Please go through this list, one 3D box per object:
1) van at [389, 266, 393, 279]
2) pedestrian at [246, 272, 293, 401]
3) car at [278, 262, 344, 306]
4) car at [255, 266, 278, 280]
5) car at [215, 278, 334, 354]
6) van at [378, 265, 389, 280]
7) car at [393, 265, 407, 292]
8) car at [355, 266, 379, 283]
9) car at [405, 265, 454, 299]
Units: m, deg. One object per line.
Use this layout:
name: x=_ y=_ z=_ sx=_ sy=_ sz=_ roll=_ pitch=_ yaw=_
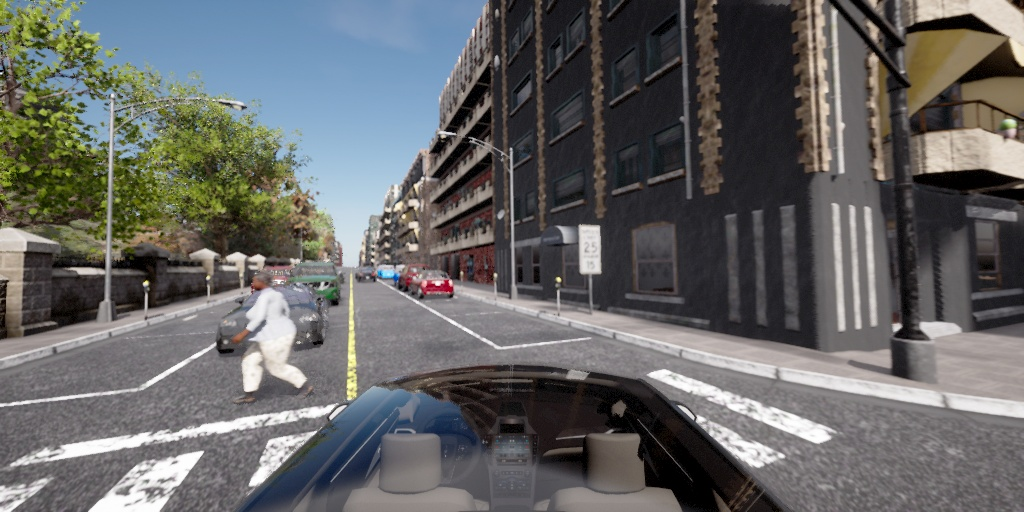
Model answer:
van: x=-9.253 y=1.715 z=30.911 sx=1.690 sy=1.789 sz=3.998 roll=0 pitch=0 yaw=-24
pedestrian: x=-3.336 y=1.071 z=4.961 sx=0.375 sy=1.860 sz=0.375 roll=1 pitch=-3 yaw=-24
car: x=-9.714 y=1.326 z=17.788 sx=2.150 sy=2.045 sz=5.566 roll=0 pitch=-1 yaw=-24
car: x=-14.640 y=1.562 z=22.443 sx=2.192 sy=1.841 sz=5.009 roll=0 pitch=0 yaw=-24
car: x=-5.916 y=1.457 z=9.319 sx=1.994 sy=1.385 sz=4.181 roll=0 pitch=-1 yaw=-24
van: x=-16.032 y=2.094 z=46.027 sx=1.690 sy=1.789 sz=3.998 roll=0 pitch=0 yaw=-24
car: x=-6.993 y=1.563 z=25.872 sx=2.192 sy=1.841 sz=5.009 roll=0 pitch=0 yaw=-24
car: x=-15.965 y=2.140 z=39.430 sx=1.812 sy=1.442 sz=4.674 roll=0 pitch=-1 yaw=-24
car: x=-4.734 y=1.562 z=20.833 sx=1.967 sy=1.591 sz=4.097 roll=0 pitch=0 yaw=-24
